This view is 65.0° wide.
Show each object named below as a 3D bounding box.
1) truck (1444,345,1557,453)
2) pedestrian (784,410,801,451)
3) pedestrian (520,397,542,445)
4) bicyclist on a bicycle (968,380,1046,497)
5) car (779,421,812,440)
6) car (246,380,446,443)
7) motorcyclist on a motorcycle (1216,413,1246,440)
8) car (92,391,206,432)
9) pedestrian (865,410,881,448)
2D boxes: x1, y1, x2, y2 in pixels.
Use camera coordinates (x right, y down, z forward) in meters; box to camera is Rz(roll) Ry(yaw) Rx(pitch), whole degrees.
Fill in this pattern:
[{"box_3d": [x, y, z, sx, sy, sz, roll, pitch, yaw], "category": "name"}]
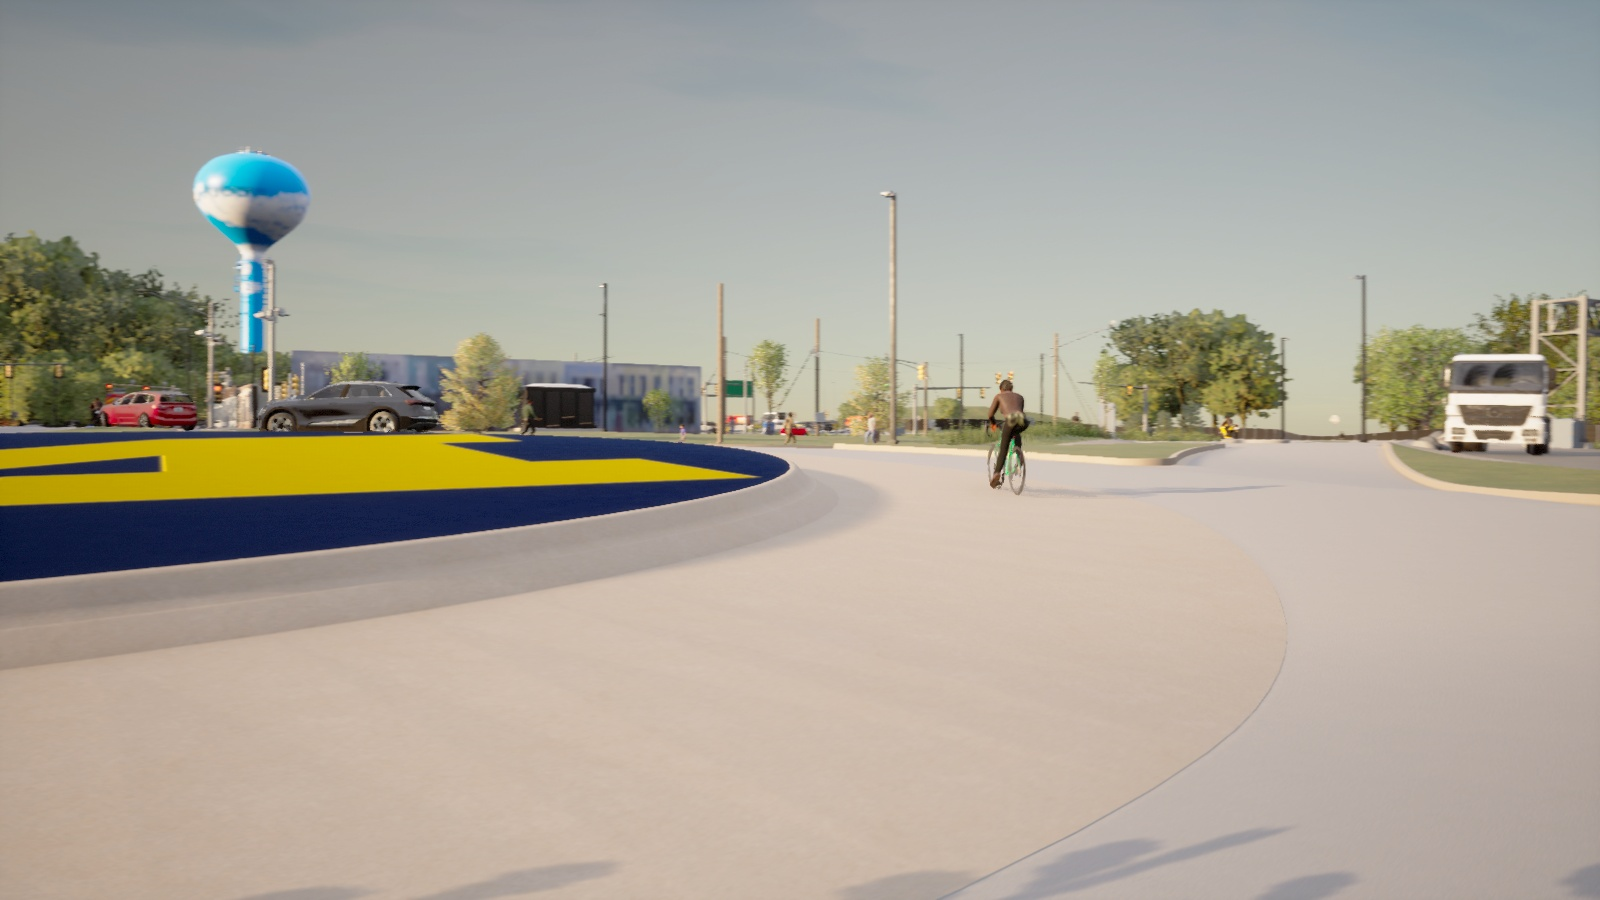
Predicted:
[{"box_3d": [24.898, -1.722, 44.413, 2.891, 3.462, 7.936, 2, 2, 33], "category": "truck"}, {"box_3d": [-0.365, -0.906, 59.044, 0.692, 1.930, 0.396, 0, 0, -32], "category": "pedestrian"}, {"box_3d": [-11.089, -1.183, 51.756, 0.788, 1.949, 0.423, 0, 0, -35], "category": "pedestrian"}, {"box_3d": [2.969, -0.199, 18.170, 0.582, 1.620, 1.656, 1, 3, -9], "category": "bicyclist on a bicycle"}, {"box_3d": [-0.353, -1.511, 97.659, 1.481, 1.376, 2.207, -1, 0, 44], "category": "car"}, {"box_3d": [-12.639, -1.042, 35.164, 4.856, 1.649, 2.033, 0, -1, 5], "category": "car"}, {"box_3d": [24.829, -1.341, 72.413, 0.797, 1.523, 2.044, 0, 1, -7], "category": "motorcyclist on a motorcycle"}, {"box_3d": [-27.936, -1.652, 53.898, 4.611, 1.667, 2.242, 2, 2, 31], "category": "car"}, {"box_3d": [3.510, -1.004, 60.279, 0.706, 1.836, 0.354, 0, 0, -36], "category": "pedestrian"}]
